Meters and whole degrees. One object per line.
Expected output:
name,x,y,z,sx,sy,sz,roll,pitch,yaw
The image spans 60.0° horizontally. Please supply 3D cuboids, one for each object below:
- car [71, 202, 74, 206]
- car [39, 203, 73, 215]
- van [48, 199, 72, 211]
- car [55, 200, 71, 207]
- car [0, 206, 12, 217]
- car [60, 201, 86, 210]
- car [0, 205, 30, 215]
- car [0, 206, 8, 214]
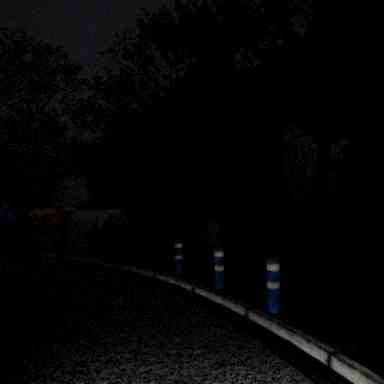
car,-18.155,2.513,47.628,4.792,1.488,2.163,-2,0,33
car,-21.252,2.646,52.032,1.812,1.442,4.674,-2,0,33
van,-24.456,2.466,61.676,4.442,1.987,1.878,-2,0,33
car,-19.746,2.320,45.335,5.566,2.045,2.435,-2,0,33
car,-30.734,3.067,52.400,4.792,1.488,2.163,-2,0,33
car,-23.005,2.612,64.083,4.892,1.521,2.231,-2,0,33
car,-29.176,2.951,54.721,4.892,1.521,2.231,-2,0,34
car,-22.708,2.784,40.777,4.674,1.452,2.002,-2,1,33
